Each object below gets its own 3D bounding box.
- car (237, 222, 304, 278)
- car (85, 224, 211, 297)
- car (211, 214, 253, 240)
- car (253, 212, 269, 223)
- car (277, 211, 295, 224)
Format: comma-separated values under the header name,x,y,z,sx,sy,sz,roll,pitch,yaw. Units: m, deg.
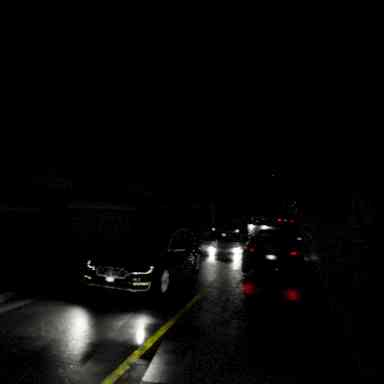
name,x,y,z,sx,sy,sz,roll,pitch,yaw
car,3.022,2.074,12.190,1.994,1.385,4.181,3,-2,17
car,-1.041,1.709,9.395,1.837,1.490,4.892,3,-2,17
car,2.511,2.277,21.289,1.812,1.442,4.674,3,-2,17
car,8.008,3.100,39.463,1.812,1.442,4.674,3,-2,17
car,10.770,3.234,38.141,2.033,1.411,5.357,3,-2,17
